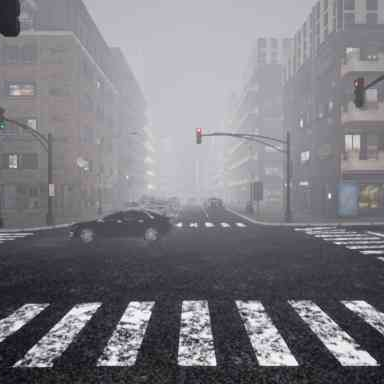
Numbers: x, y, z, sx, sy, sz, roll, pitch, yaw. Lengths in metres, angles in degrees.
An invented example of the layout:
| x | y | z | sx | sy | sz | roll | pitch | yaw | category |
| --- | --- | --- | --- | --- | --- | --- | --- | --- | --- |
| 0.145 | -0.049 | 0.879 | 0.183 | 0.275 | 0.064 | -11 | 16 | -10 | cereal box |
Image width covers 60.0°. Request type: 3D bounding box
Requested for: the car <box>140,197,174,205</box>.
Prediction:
| x | y | z | sx | sy | sz | roll | pitch | yaw | category |
| --- | --- | --- | --- | --- | --- | --- | --- | --- | --- |
| -3.108 | 1.498 | 30.602 | 2.128 | 1.511 | 4.902 | 0 | 0 | 1 | car |

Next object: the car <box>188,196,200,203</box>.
| x | y | z | sx | sy | sz | roll | pitch | yaw | category |
| --- | --- | --- | --- | --- | --- | --- | --- | --- | --- |
| 0.003 | 1.539 | 70.587 | 2.128 | 1.511 | 4.902 | 0 | 0 | 0 | car |

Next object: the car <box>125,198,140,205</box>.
| x | y | z | sx | sy | sz | roll | pitch | yaw | category |
| --- | --- | --- | --- | --- | --- | --- | --- | --- | --- |
| -5.708 | 1.572 | 32.170 | 1.947 | 1.339 | 4.313 | 0 | 0 | 0 | car |

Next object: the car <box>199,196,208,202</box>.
| x | y | z | sx | sy | sz | roll | pitch | yaw | category |
| --- | --- | --- | --- | --- | --- | --- | --- | --- | --- |
| 2.645 | 1.585 | 77.636 | 2.008 | 1.369 | 4.403 | 0 | 0 | 0 | car |

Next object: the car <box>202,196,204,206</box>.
| x | y | z | sx | sy | sz | roll | pitch | yaw | category |
| --- | --- | --- | --- | --- | --- | --- | --- | --- | --- |
| 2.665 | 1.451 | 43.542 | 1.967 | 1.590 | 4.097 | 0 | 0 | 0 | car |

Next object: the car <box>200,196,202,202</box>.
| x | y | z | sx | sy | sz | roll | pitch | yaw | category |
| --- | --- | --- | --- | --- | --- | --- | --- | --- | --- |
| 2.659 | 1.599 | 54.907 | 1.802 | 1.307 | 4.206 | 0 | 0 | 0 | car |

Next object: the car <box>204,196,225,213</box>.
| x | y | z | sx | sy | sz | roll | pitch | yaw | category |
| --- | --- | --- | --- | --- | --- | --- | --- | --- | --- |
| 2.669 | 1.449 | 37.859 | 1.967 | 1.590 | 4.097 | 0 | 0 | 0 | car |

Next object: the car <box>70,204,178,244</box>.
| x | y | z | sx | sy | sz | roll | pitch | yaw | category |
| --- | --- | --- | --- | --- | --- | --- | --- | --- | --- |
| -3.212 | 1.534 | 15.761 | 4.892 | 1.490 | 1.837 | -1 | 0 | -1 | car |

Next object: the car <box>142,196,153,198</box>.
| x | y | z | sx | sy | sz | roll | pitch | yaw | category |
| --- | --- | --- | --- | --- | --- | --- | --- | --- | --- |
| -5.711 | 1.534 | 37.683 | 1.752 | 1.417 | 4.829 | 0 | 0 | 0 | car |

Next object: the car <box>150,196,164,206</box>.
| x | y | z | sx | sy | sz | roll | pitch | yaw | category |
| --- | --- | --- | --- | --- | --- | --- | --- | --- | --- |
| -5.721 | 1.457 | 54.900 | 1.967 | 1.590 | 4.097 | 0 | 0 | 0 | car |

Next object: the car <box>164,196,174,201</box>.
| x | y | z | sx | sy | sz | roll | pitch | yaw | category |
| --- | --- | --- | --- | --- | --- | --- | --- | --- | --- |
| -5.739 | 1.590 | 83.311 | 2.008 | 1.369 | 4.403 | 0 | 0 | 0 | car |

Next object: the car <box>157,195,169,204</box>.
| x | y | z | sx | sy | sz | roll | pitch | yaw | category |
| --- | --- | --- | --- | --- | --- | --- | --- | --- | --- |
| -5.728 | 1.465 | 66.265 | 1.967 | 1.590 | 4.097 | 0 | 0 | 0 | car |

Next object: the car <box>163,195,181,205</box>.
| x | y | z | sx | sy | sz | roll | pitch | yaw | category |
| --- | --- | --- | --- | --- | --- | --- | --- | --- | --- |
| -3.117 | 1.578 | 49.879 | 1.994 | 1.385 | 4.181 | 0 | 0 | 0 | car |

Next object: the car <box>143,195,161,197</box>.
| x | y | z | sx | sy | sz | roll | pitch | yaw | category |
| --- | --- | --- | --- | --- | --- | --- | --- | --- | --- |
| -5.715 | 1.326 | 43.535 | 2.192 | 1.841 | 5.009 | 0 | 0 | 0 | car |

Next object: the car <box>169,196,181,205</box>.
| x | y | z | sx | sy | sz | roll | pitch | yaw | category |
| --- | --- | --- | --- | --- | --- | --- | --- | --- | --- |
| -3.080 | 1.498 | 59.889 | 1.882 | 1.535 | 5.008 | 0 | 0 | 0 | car |

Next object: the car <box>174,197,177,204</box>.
| x | y | z | sx | sy | sz | roll | pitch | yaw | category |
| --- | --- | --- | --- | --- | --- | --- | --- | --- | --- |
| -3.121 | 1.610 | 39.901 | 1.895 | 1.301 | 4.718 | 0 | 0 | 0 | car |

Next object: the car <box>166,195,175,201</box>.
| x | y | z | sx | sy | sz | roll | pitch | yaw | category |
| --- | --- | --- | --- | --- | --- | --- | --- | --- | --- |
| -5.742 | 1.595 | 88.994 | 2.008 | 1.369 | 4.403 | 0 | 0 | 0 | car |
